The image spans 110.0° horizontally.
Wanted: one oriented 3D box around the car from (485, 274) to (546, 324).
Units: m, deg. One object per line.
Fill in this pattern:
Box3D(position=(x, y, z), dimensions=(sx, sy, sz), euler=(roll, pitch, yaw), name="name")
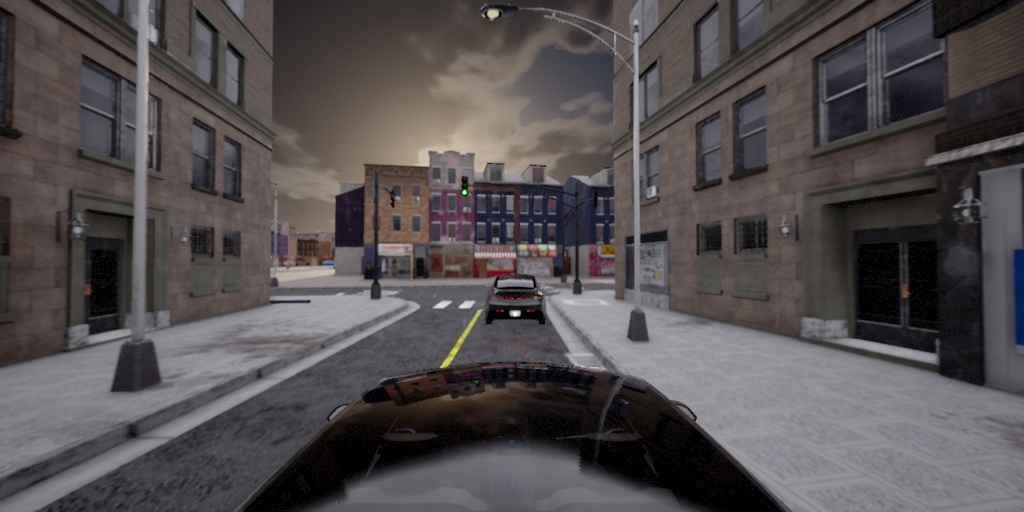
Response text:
Box3D(position=(0.117, 1.371, 12.409), dimensions=(1.837, 1.490, 4.892), euler=(0, 0, 0), name="car")
